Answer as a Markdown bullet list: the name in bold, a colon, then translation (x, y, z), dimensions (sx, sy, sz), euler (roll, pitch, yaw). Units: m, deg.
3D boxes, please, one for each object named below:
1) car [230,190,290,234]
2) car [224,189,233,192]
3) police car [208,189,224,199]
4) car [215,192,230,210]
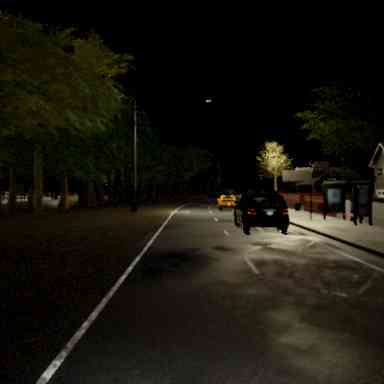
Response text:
- **car**: translation (3.605, 1.052, 18.052), dimensions (2.150, 2.045, 5.566), euler (0, 1, 0)
- **car**: translation (7.817, 0.243, 81.285), dimensions (2.150, 2.045, 5.566), euler (0, 1, 19)
- **police car**: translation (4.828, 0.587, 71.879), dimensions (1.930, 1.638, 5.238), euler (0, 1, 16)
- **car**: translation (3.835, 1.102, 36.180), dimensions (1.882, 1.535, 5.008), euler (0, 1, 2)
